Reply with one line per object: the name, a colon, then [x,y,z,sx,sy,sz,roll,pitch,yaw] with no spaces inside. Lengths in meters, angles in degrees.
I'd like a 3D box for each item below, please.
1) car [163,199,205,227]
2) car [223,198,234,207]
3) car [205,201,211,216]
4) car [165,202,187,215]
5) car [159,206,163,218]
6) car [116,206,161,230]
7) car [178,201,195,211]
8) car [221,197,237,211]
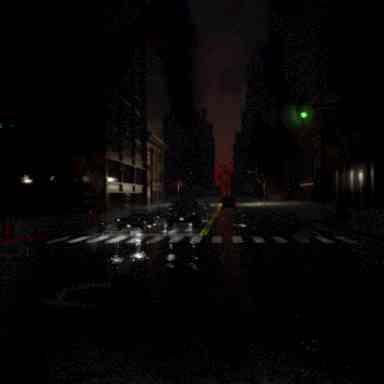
car: [-0.445,1.541,25.728,2.150,2.045,5.566,-1,-1,6]
car: [7.089,2.011,64.945,2.097,1.767,4.553,-1,-1,6]
car: [0.602,1.916,35.764,2.128,1.511,4.902,-1,-1,6]
car: [-1.968,2.027,42.449,2.128,1.511,4.902,-1,-1,6]
car: [-2.943,2.040,33.090,1.895,1.301,4.718,-1,-1,6]
car: [-3.902,1.945,24.026,1.895,1.301,4.718,-1,-1,7]
car: [-0.836,2.187,53.042,2.033,1.411,5.357,-1,-1,6]
car: [5.573,1.744,50.351,2.150,2.045,5.566,-1,-1,6]
